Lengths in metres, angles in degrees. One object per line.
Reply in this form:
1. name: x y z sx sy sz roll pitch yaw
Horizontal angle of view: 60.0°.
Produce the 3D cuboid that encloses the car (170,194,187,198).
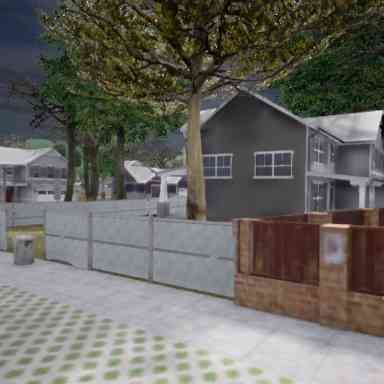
1. car: -1.107 1.079 45.252 2.128 1.511 4.902 1 2 35
